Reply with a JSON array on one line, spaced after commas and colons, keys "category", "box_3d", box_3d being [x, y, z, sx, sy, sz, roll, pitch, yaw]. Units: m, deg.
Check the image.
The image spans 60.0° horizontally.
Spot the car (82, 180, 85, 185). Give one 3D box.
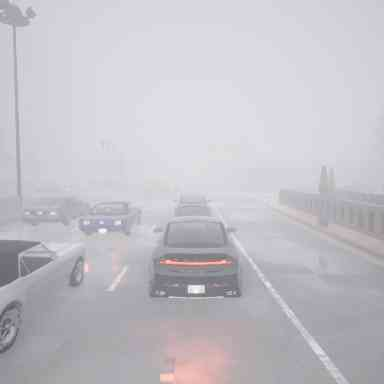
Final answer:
[{"category": "car", "box_3d": [-21.310, -2.207, 69.406, 1.895, 1.301, 4.718, 0, 3, 0]}]

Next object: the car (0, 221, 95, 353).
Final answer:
[{"category": "car", "box_3d": [-3.421, 1.506, 5.925, 1.895, 1.301, 4.718, 0, 2, 0]}]

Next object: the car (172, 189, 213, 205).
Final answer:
[{"category": "car", "box_3d": [0.035, 0.838, 17.521, 1.837, 1.490, 4.892, 0, 3, -1]}]

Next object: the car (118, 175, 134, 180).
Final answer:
[{"category": "car", "box_3d": [-14.311, -2.587, 69.551, 2.150, 2.045, 5.566, 0, 3, 0]}]

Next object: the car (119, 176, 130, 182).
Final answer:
[{"category": "car", "box_3d": [-17.899, -3.431, 88.384, 2.128, 1.511, 4.902, 0, 3, 0]}]

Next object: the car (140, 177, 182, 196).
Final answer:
[{"category": "car", "box_3d": [-3.646, -0.554, 38.040, 4.553, 1.767, 2.097, 1, 4, 23]}]

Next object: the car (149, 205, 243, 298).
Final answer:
[{"category": "car", "box_3d": [0.070, 1.338, 8.142, 1.837, 1.490, 4.892, 0, 2, 0]}]

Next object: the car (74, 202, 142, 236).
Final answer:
[{"category": "car", "box_3d": [-3.456, 1.078, 15.051, 1.895, 1.301, 4.718, 0, 3, 0]}]

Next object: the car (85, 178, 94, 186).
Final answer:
[{"category": "car", "box_3d": [-17.825, -1.784, 61.901, 1.994, 1.385, 4.181, 0, 3, 0]}]

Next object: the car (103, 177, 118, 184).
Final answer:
[{"category": "car", "box_3d": [-17.829, -2.512, 73.274, 2.128, 1.511, 4.902, 0, 3, 0]}]

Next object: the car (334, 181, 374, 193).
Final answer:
[{"category": "car", "box_3d": [18.465, -0.474, 38.781, 5.008, 1.535, 1.882, 0, 3, 2]}]

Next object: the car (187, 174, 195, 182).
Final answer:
[{"category": "car", "box_3d": [-0.405, -3.506, 89.684, 2.128, 1.511, 4.902, 0, 3, 0]}]

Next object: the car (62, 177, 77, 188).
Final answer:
[{"category": "car", "box_3d": [-21.326, -1.686, 56.768, 2.097, 1.767, 4.553, 0, 3, 0]}]

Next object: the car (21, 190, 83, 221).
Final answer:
[{"category": "car", "box_3d": [-6.968, 0.868, 17.683, 2.033, 1.411, 5.357, 0, 3, 0]}]

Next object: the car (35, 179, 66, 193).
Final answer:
[{"category": "car", "box_3d": [-17.773, -0.583, 41.415, 1.812, 1.442, 4.674, 0, 3, 0]}]

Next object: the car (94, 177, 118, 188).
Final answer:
[{"category": "car", "box_3d": [-14.331, -1.508, 55.896, 1.882, 1.535, 5.008, 0, 3, 0]}]

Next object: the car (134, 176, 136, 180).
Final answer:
[{"category": "car", "box_3d": [-14.378, -3.203, 83.913, 1.882, 1.535, 5.008, 0, 3, 0]}]

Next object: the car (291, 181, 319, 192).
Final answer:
[{"category": "car", "box_3d": [15.022, -0.644, 42.391, 4.674, 1.442, 1.812, 0, 3, 2]}]

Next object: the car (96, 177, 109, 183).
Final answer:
[{"category": "car", "box_3d": [-21.357, -2.882, 79.375, 1.812, 1.442, 4.674, 0, 3, 0]}]
